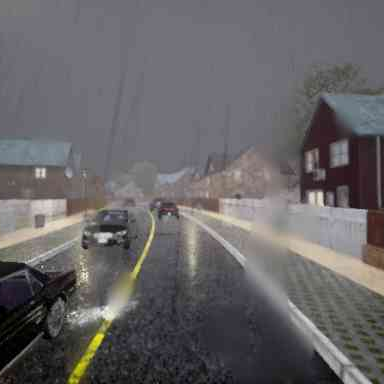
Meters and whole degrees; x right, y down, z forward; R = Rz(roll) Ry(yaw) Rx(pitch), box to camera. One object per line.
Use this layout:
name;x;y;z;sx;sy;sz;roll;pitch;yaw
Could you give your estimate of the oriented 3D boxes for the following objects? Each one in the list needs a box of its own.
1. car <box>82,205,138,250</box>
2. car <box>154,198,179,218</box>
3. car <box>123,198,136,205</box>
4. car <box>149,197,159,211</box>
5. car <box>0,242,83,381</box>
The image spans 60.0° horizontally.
car;-3.449;1.532;14.665;2.128;1.511;4.902;0;0;-4
car;-2.300;1.628;31.284;1.837;1.490;4.892;0;0;-8
car;-11.022;1.805;58.676;1.837;1.490;4.892;1;-1;-15
car;-4.598;1.557;44.296;2.097;1.767;4.553;0;-1;-11
car;-2.965;1.613;3.810;1.895;1.301;4.718;0;0;-1
